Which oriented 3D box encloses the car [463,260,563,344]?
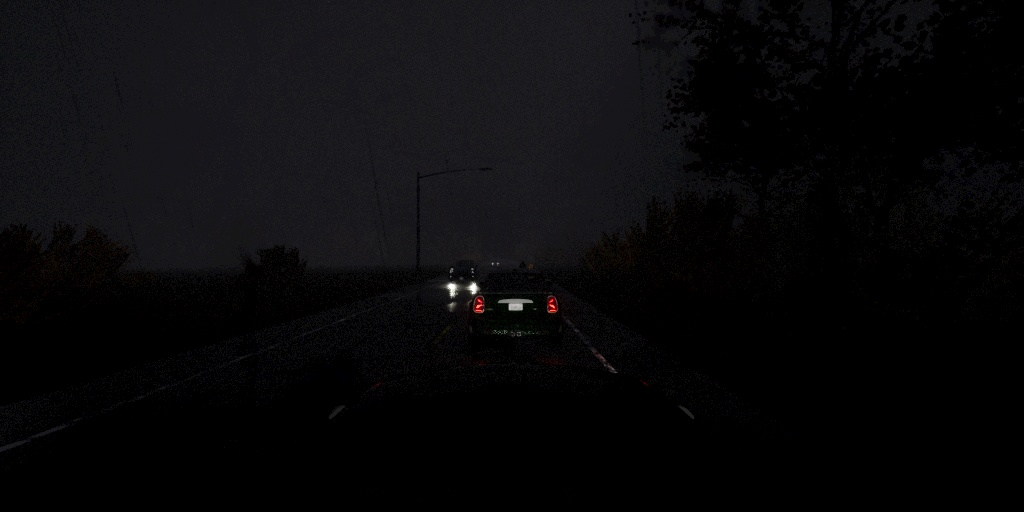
[{"bbox_3d":[0.070,1.099,9.735,2.097,1.767,4.553,0,0,0],"label":"car"}]

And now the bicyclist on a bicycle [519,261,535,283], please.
[{"bbox_3d":[0.899,1.181,17.079,0.866,1.612,1.509,0,0,0],"label":"bicyclist on a bicycle"}]

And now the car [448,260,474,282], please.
[{"bbox_3d":[-3.745,1.092,28.654,2.097,1.767,4.553,0,0,0],"label":"car"}]

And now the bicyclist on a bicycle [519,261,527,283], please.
[{"bbox_3d":[0.833,1.193,27.196,0.582,1.620,1.656,0,0,0],"label":"bicyclist on a bicycle"}]
